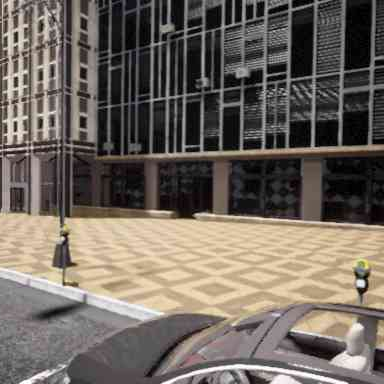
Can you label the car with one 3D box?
[{"bbox_3d":[0.858,1.523,2.264,4.403,1.369,2.008,1,2,35],"label":"car"}]
